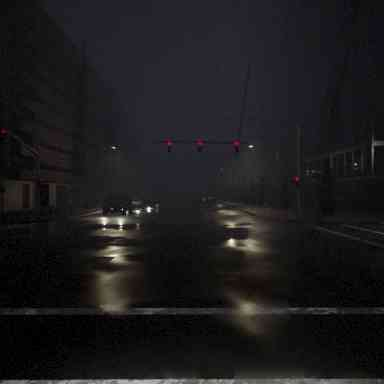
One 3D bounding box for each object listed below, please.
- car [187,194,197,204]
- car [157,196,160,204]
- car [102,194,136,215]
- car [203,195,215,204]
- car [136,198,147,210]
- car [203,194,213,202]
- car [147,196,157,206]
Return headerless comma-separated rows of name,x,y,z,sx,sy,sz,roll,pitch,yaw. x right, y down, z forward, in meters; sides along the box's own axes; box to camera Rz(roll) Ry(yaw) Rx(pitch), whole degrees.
car,-0.021,1.564,64.686,1.994,1.385,4.181,0,0,1
car,-7.180,1.526,63.880,1.812,1.442,4.674,0,0,1
car,-7.455,1.221,33.762,2.150,2.045,5.566,0,0,0
car,3.478,1.492,64.776,2.128,1.511,4.902,0,0,1
car,-7.440,1.526,43.556,1.812,1.442,4.674,0,0,1
car,3.485,1.355,74.641,2.097,1.767,4.553,0,0,1
car,-7.331,1.601,53.526,1.895,1.301,4.718,0,0,1
